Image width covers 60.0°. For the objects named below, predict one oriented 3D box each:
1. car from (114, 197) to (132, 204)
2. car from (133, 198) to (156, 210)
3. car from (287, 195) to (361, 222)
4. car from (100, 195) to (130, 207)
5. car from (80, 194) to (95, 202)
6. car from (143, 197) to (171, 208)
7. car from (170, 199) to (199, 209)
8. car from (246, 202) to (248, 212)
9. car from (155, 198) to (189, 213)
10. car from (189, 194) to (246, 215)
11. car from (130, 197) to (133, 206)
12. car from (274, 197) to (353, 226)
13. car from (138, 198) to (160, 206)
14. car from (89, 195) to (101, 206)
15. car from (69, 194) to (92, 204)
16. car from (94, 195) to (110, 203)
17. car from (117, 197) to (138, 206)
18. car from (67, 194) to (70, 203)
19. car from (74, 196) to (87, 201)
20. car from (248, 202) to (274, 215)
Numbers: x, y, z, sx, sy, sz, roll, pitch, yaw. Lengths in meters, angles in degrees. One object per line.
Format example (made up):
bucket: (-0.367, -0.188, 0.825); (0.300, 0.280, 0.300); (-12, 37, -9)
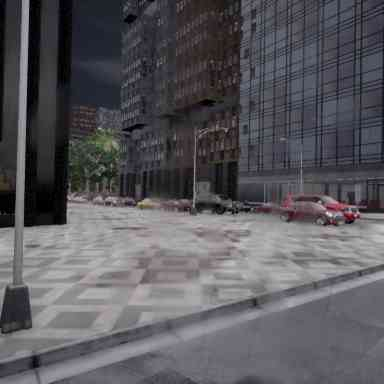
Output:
car: (-13.935, 1.737, 66.910); (1.947, 1.339, 4.313); (2, -1, -36)
car: (-4.797, 1.466, 39.509); (1.752, 1.417, 4.829); (2, -1, -36)
car: (9.297, 1.220, 24.411); (2.150, 2.045, 5.566); (2, -1, -36)
car: (-11.284, 1.387, 48.573); (1.967, 1.590, 4.097); (2, -1, -36)
car: (-26.705, 1.485, 84.759); (2.192, 1.841, 5.009); (2, -1, -36)
car: (-5.325, 1.589, 50.216); (2.128, 1.511, 4.902); (2, -1, -35)
car: (-1.158, 1.719, 49.064); (2.008, 1.369, 4.403); (2, -1, -36)
car: (5.230, 1.727, 40.141); (1.947, 1.339, 4.313); (2, -1, -36)
car: (-1.702, 1.482, 35.185); (1.887, 1.381, 4.507); (2, -1, -36)
car: (2.517, 1.227, 33.873); (2.150, 2.045, 5.566); (2, -1, -36)
car: (-8.599, 1.565, 49.500); (2.033, 1.411, 5.357); (2, -1, -35)
car: (7.866, 1.368, 21.826); (1.967, 1.590, 4.097); (2, -1, -37)
car: (-7.546, 1.722, 57.988); (2.008, 1.369, 4.403); (2, -1, -36)
car: (-14.481, 1.529, 53.033); (1.802, 1.307, 4.206); (2, -1, -36)
car: (-20.770, 1.473, 61.820); (1.752, 1.417, 4.829); (2, -1, -36)
car: (-20.494, 1.513, 75.437); (2.097, 1.767, 4.553); (2, -1, -36)
car: (-11.416, 1.625, 58.650); (1.812, 1.442, 4.674); (2, -1, -36)
car: (-24.062, 1.387, 66.421); (1.967, 1.590, 4.097); (2, -1, -36)
car: (-30.002, 1.695, 89.355); (1.752, 1.417, 4.829); (2, -1, -36)
car: (8.423, 1.740, 35.680); (1.802, 1.307, 4.206); (2, -1, -36)
